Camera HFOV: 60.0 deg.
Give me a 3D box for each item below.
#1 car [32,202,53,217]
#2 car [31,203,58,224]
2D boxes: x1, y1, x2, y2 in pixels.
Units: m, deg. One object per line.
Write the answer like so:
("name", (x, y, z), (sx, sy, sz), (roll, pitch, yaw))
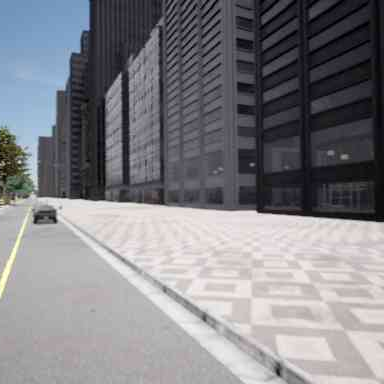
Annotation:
("car", (-17.886, 2.039, 39.711), (2.128, 1.511, 4.902), (0, 0, -25))
("car", (-13.025, 1.916, 29.481), (1.837, 1.490, 4.892), (0, -1, -26))
